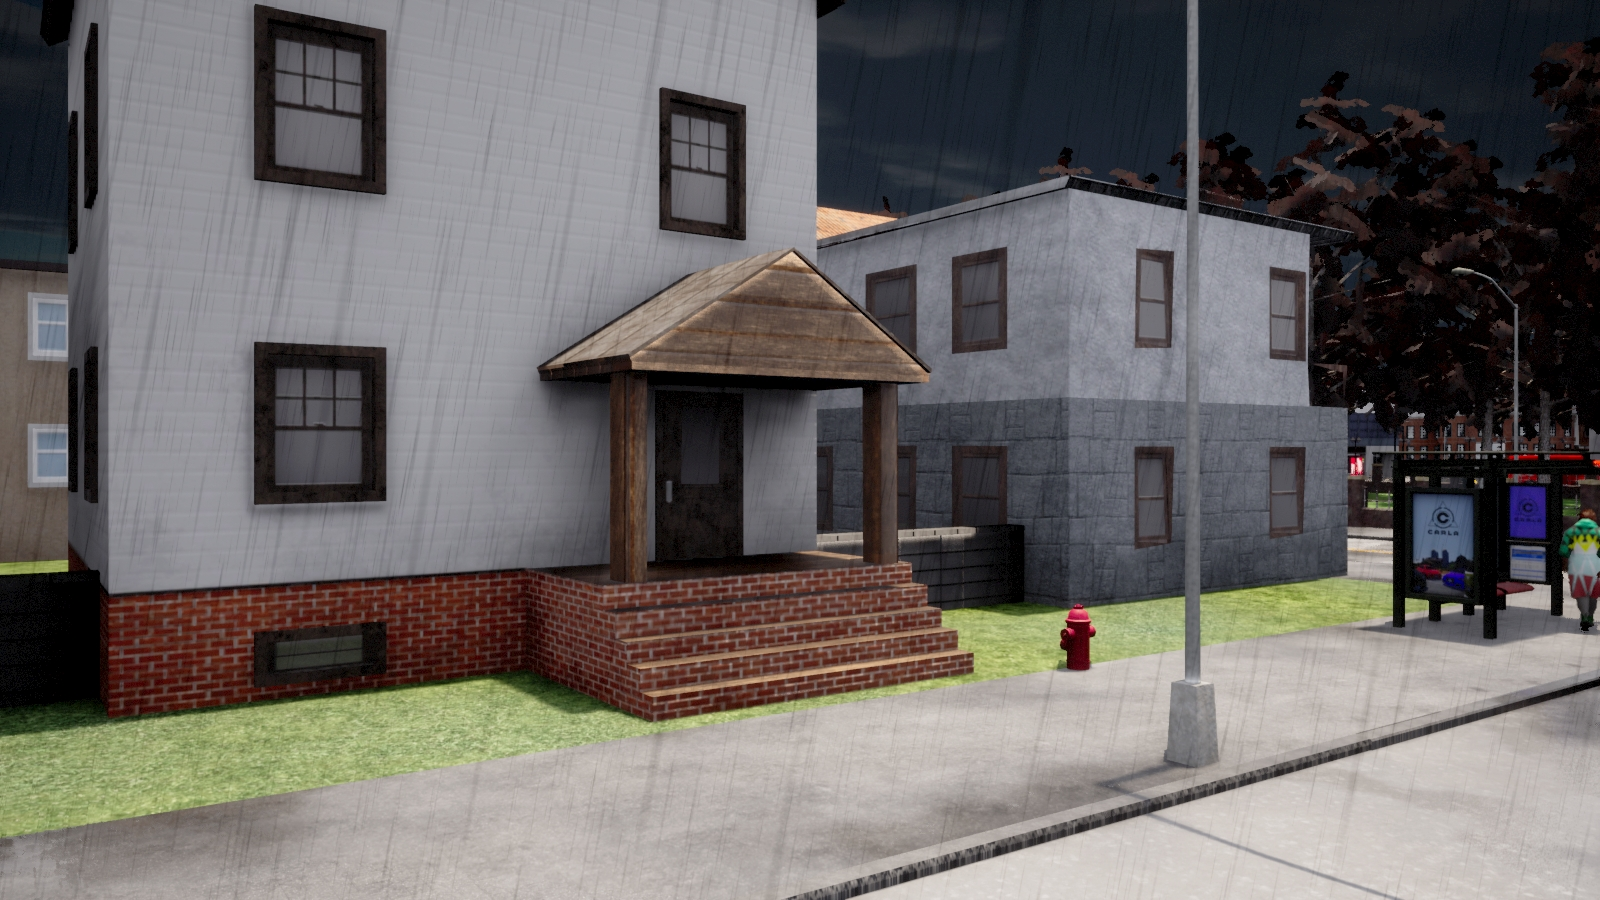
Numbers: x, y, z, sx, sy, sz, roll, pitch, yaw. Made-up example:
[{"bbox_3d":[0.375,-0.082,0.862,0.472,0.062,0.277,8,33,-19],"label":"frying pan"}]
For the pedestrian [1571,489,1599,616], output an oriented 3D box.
[{"bbox_3d":[11.748,1.516,17.051,0.375,1.860,0.375,0,0,38],"label":"pedestrian"}]
